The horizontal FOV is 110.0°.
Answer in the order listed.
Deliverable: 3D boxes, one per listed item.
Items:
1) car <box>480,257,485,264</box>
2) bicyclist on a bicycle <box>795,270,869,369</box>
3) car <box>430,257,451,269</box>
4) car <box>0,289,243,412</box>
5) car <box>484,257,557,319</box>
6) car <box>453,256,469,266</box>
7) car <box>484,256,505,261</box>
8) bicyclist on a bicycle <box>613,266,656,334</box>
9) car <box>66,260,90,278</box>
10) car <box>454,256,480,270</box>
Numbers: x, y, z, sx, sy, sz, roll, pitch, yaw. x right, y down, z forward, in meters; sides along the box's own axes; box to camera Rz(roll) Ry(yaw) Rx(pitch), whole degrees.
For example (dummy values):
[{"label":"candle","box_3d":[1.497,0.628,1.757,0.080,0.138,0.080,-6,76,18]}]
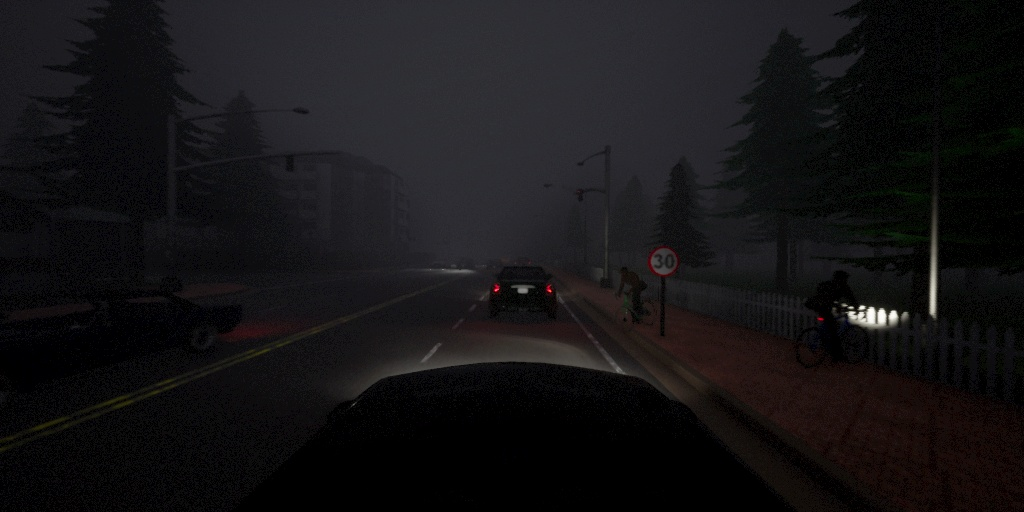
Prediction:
[{"label":"car","box_3d":[-5.299,0.862,61.525,1.812,1.442,4.674,0,1,2]},{"label":"bicyclist on a bicycle","box_3d":[5.425,1.067,6.048,1.656,1.620,0.582,0,0,-14]},{"label":"car","box_3d":[-9.272,0.921,46.903,1.812,1.442,4.674,0,1,2]},{"label":"car","box_3d":[-6.982,1.270,5.728,1.895,1.301,4.718,0,0,2]},{"label":"car","box_3d":[0.390,1.036,12.764,2.097,1.767,4.553,0,0,2]},{"label":"car","box_3d":[-8.779,0.805,62.170,1.837,1.490,4.892,0,1,2]},{"label":"car","box_3d":[-2.106,1.055,46.494,1.895,1.301,4.718,0,0,2]},{"label":"bicyclist on a bicycle","box_3d":[3.059,1.061,9.057,1.656,1.620,0.582,-5,-7,-36]},{"label":"car","box_3d":[-32.436,0.785,25.024,5.008,1.535,1.882,1,0,3]},{"label":"car","box_3d":[-5.812,0.920,45.698,2.128,1.511,4.902,0,1,2]}]
